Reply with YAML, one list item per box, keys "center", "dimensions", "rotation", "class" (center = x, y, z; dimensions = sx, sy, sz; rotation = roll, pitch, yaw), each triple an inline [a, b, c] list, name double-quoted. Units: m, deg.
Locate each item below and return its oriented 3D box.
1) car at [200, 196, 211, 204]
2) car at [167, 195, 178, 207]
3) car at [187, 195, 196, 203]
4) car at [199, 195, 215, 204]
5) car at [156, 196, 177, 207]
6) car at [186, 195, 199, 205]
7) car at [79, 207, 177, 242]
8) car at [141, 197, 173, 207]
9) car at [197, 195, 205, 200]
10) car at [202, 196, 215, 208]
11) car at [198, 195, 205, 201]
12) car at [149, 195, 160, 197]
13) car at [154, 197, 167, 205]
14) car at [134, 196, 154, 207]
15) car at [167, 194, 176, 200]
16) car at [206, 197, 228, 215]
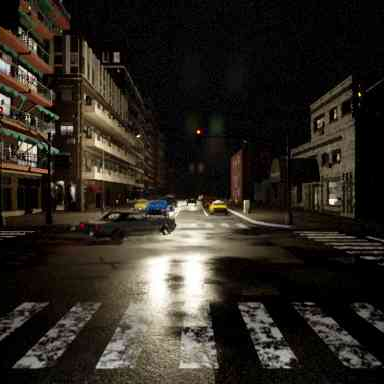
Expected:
- center: [2.612, 1.612, 67.048]
  dimensions: [2.008, 1.369, 4.403]
  rotation: [0, 0, 0]
  class: "car"
- center: [-3.135, 1.541, 50.018]
  dimensions: [1.837, 1.490, 4.892]
  rotation: [0, 0, 0]
  class: "car"
- center: [-0.084, 1.435, 70.619]
  dimensions: [1.882, 1.535, 5.008]
  rotation: [0, 0, 0]
  class: "car"
- center: [2.633, 1.351, 50.431]
  dimensions: [2.192, 1.841, 5.009]
  rotation: [0, 0, 0]
  class: "car"
- center: [-3.130, 1.550, 39.950]
  dimensions: [1.812, 1.442, 4.674]
  rotation: [0, 0, 0]
  class: "car"
- center: [-0.072, 1.598, 60.199]
  dimensions: [2.033, 1.411, 5.357]
  rotation: [0, 0, 0]
  class: "car"
- center: [-3.008, 1.611, 16.618]
  dimensions: [1.895, 1.301, 4.718]
  rotation: [0, 0, 45]
  class: "car"
- center: [-3.136, 1.494, 30.672]
  dimensions: [1.882, 1.535, 5.008]
  rotation: [0, 0, 0]
  class: "car"
- center: [2.578, 1.670, 94.744]
  dimensions: [2.008, 1.369, 4.403]
  rotation: [0, 0, 0]
  class: "car"
- center: [2.639, 1.612, 44.891]
  dimensions: [1.802, 1.307, 4.206]
  rotation: [0, 0, 0]
  class: "car"
- center: [2.584, 1.632, 89.375]
  dimensions: [1.752, 1.417, 4.829]
  rotation: [0, 0, 0]
  class: "car"
- center: [-5.748, 1.351, 50.420]
  dimensions: [2.192, 1.841, 5.009]
  rotation: [0, 0, 0]
  class: "car"
- center: [-5.762, 1.603, 61.498]
  dimensions: [2.008, 1.369, 4.403]
  rotation: [0, 0, 0]
  class: "car"
- center: [-5.735, 1.549, 39.171]
  dimensions: [1.752, 1.417, 4.829]
  rotation: [0, 0, 0]
  class: "car"
- center: [-5.802, 1.434, 94.734]
  dimensions: [2.192, 1.841, 5.009]
  rotation: [0, 0, 0]
  class: "car"
- center: [2.652, 1.544, 33.983]
  dimensions: [1.752, 1.417, 4.829]
  rotation: [0, 0, 0]
  class: "car"
